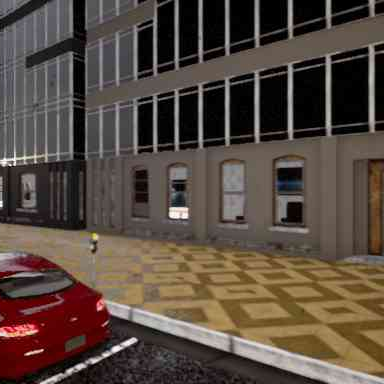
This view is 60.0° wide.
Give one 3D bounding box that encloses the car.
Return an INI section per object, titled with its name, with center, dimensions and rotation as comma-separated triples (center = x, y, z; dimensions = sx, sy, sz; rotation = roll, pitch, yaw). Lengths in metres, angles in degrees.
[car]
center = -3.027, 1.583, 5.031
dimensions = 4.206, 1.307, 1.802
rotation = 0, 0, 35
